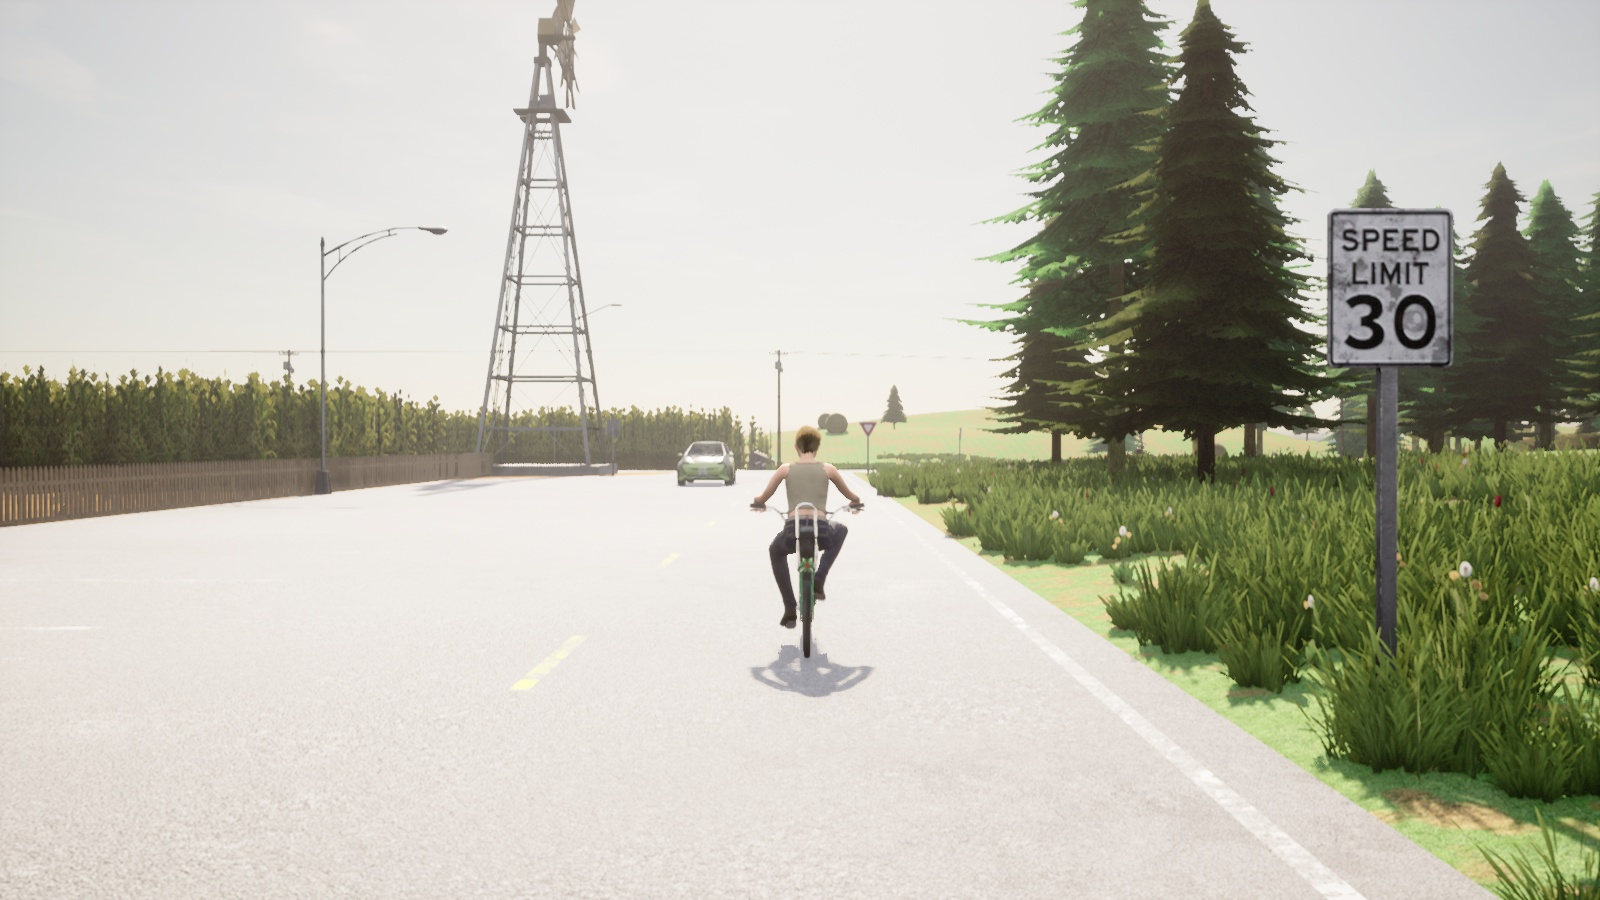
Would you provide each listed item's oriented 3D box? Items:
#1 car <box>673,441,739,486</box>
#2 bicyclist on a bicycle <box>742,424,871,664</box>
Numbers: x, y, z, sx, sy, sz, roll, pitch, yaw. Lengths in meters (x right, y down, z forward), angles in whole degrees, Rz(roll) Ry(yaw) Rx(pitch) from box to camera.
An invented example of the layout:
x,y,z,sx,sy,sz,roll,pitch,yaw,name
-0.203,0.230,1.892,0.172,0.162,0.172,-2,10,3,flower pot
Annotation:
x,y,z,sx,sy,sz,roll,pitch,yaw,name
-3.285,0.438,44.733,2.007,1.525,4.514,0,0,0,car
0.052,0.631,9.199,0.866,1.612,1.509,0,0,1,bicyclist on a bicycle
